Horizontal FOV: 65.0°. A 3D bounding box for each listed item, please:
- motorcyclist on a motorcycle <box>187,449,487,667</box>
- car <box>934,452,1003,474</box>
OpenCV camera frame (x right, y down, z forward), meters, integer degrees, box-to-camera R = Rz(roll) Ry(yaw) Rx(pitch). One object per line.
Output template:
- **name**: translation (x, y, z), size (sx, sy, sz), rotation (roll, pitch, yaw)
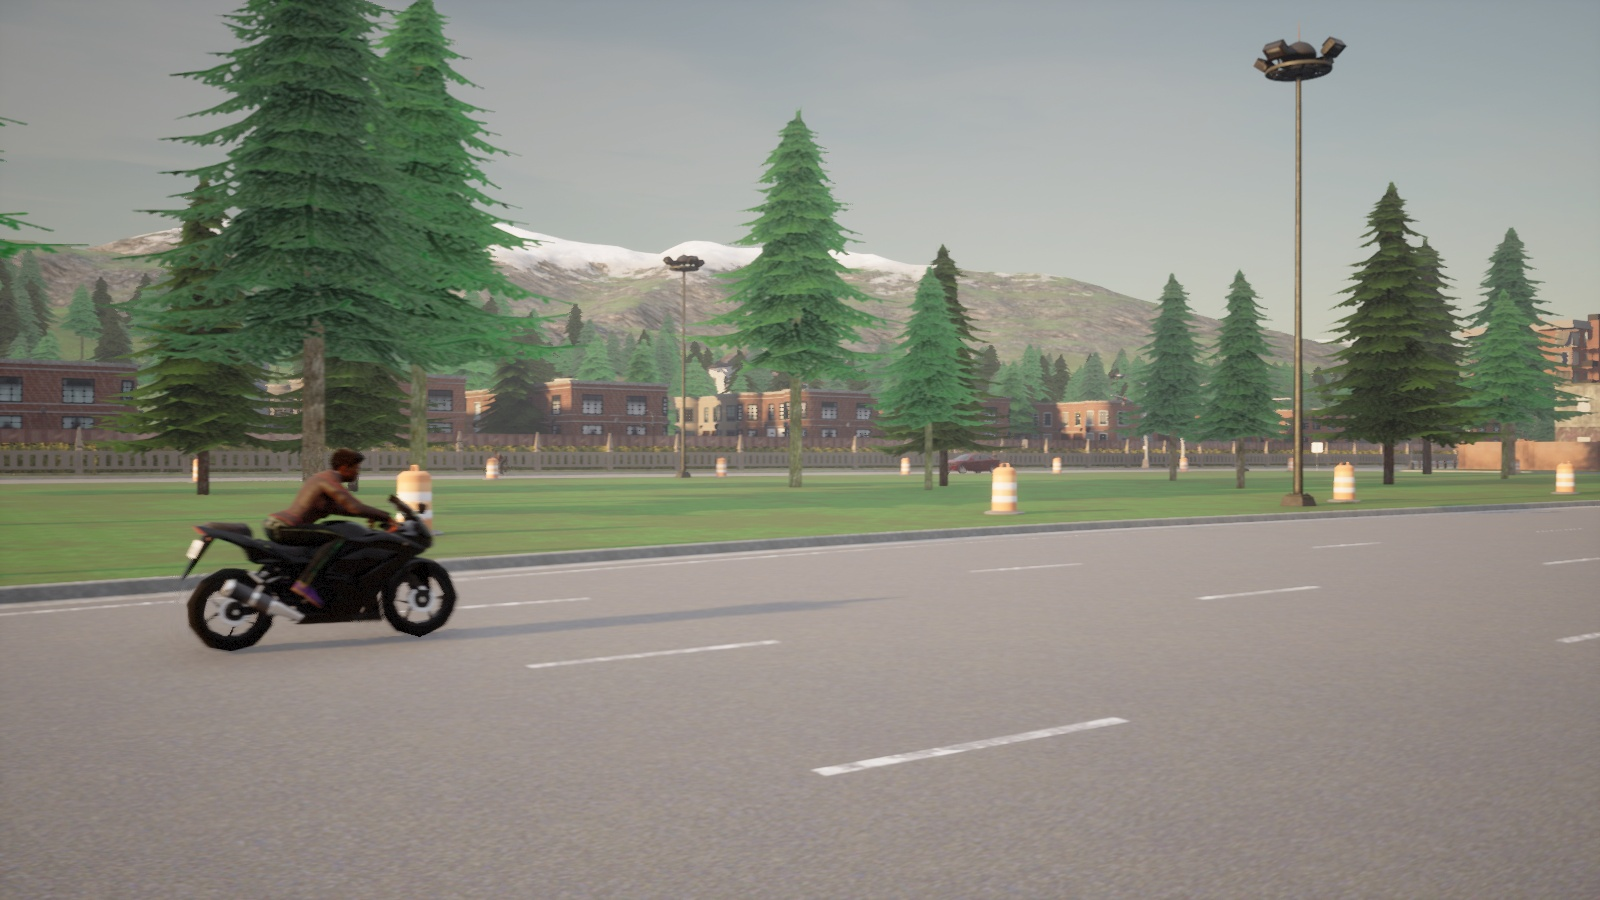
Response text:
- **motorcyclist on a motorcycle**: translation (-3.552, 0.758, 9.715), size (2.044, 1.523, 0.797), rotation (0, 0, -35)
- **car**: translation (12.291, 0.921, 91.554), size (5.008, 1.535, 1.882), rotation (0, 0, -35)
